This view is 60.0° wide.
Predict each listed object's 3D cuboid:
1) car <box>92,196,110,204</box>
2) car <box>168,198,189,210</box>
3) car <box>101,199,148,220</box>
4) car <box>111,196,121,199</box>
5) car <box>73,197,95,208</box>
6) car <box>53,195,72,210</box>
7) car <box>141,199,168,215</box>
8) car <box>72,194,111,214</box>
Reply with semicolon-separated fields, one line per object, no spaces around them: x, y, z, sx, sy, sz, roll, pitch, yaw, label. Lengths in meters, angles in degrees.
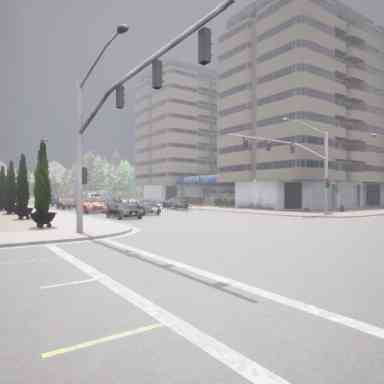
-17.472;1.505;63.783;1.837;1.490;4.892;0;0;-34;car
-2.322;1.491;41.982;2.128;1.511;4.902;0;0;-35;car
-5.811;1.564;28.252;1.994;1.385;4.181;0;0;-35;car
-10.078;1.505;40.532;1.837;1.490;4.892;0;0;-35;car
-15.964;1.505;49.028;1.837;1.490;4.892;0;0;-34;car
-16.405;1.526;43.520;1.812;1.442;4.674;0;0;-35;car
-4.834;1.492;32.975;2.128;1.511;4.902;0;0;-35;car
-10.767;1.352;35.386;2.097;1.767;4.553;0;0;-35;car
